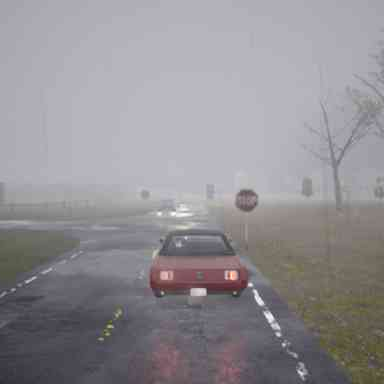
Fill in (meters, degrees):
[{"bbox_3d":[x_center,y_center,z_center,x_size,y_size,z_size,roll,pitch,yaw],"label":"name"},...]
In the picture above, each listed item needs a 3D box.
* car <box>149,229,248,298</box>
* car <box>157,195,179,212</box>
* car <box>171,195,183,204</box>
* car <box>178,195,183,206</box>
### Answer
[{"bbox_3d":[0.091,1.586,8.459,1.895,1.301,4.718,0,0,-1],"label":"car"},{"bbox_3d":[-2.757,1.438,37.658,1.837,1.490,4.892,0,0,0],"label":"car"},{"bbox_3d":[-2.656,1.390,59.405,1.837,1.490,4.892,0,0,1],"label":"car"},{"bbox_3d":[-2.722,1.387,48.453,1.882,1.535,5.008,0,0,0],"label":"car"}]
